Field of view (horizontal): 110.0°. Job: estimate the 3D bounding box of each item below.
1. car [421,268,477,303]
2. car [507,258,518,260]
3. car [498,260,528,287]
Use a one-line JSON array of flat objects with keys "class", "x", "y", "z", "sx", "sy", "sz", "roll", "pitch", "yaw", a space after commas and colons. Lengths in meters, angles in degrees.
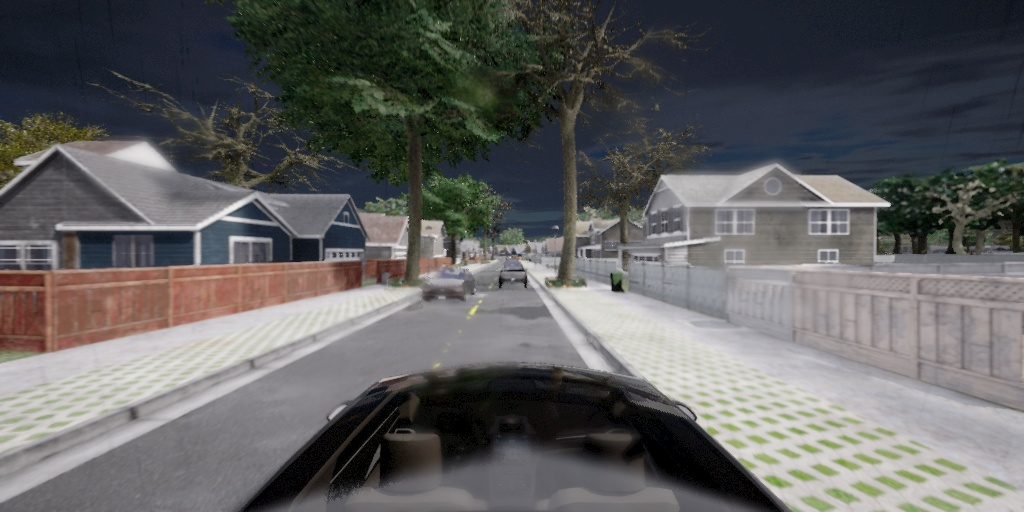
[{"class": "car", "x": -2.782, "y": 1.289, "z": 17.016, "sx": 2.033, "sy": 1.411, "sz": 5.357, "roll": 0, "pitch": 0, "yaw": 1}, {"class": "car", "x": 0.080, "y": 1.070, "z": 45.201, "sx": 2.097, "sy": 1.767, "sz": 4.553, "roll": 0, "pitch": 0, "yaw": 0}, {"class": "car", "x": 0.074, "y": 1.229, "z": 24.166, "sx": 2.128, "sy": 1.511, "sz": 4.902, "roll": 0, "pitch": 0, "yaw": 0}]
